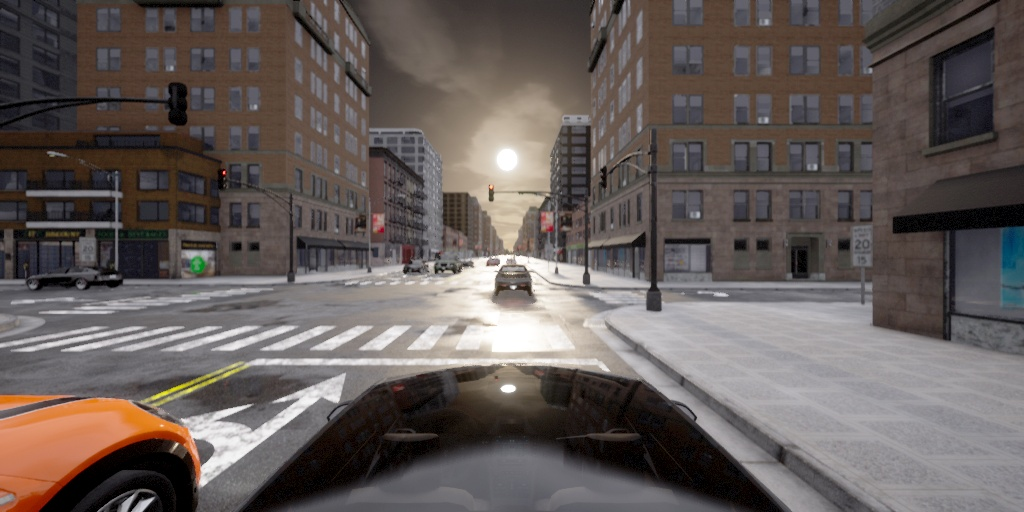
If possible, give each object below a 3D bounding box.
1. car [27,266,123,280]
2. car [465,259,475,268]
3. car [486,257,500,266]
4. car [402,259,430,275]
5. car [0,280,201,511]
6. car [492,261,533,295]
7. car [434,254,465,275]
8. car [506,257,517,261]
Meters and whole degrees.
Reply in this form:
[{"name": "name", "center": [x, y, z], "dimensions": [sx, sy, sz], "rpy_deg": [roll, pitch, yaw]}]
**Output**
[{"name": "car", "center": [-25.408, 1.247, 20.968], "dimensions": [4.313, 1.339, 1.948], "rpy_deg": [0, 0, 0]}, {"name": "car", "center": [-6.673, 1.088, 53.040], "dimensions": [1.994, 1.385, 4.181], "rpy_deg": [0, 0, 0]}, {"name": "car", "center": [-3.359, 1.048, 61.954], "dimensions": [1.994, 1.385, 4.181], "rpy_deg": [0, 0, 0]}, {"name": "car", "center": [-9.908, 1.100, 37.323], "dimensions": [1.837, 1.490, 4.892], "rpy_deg": [0, 1, 0]}, {"name": "car", "center": [-3.237, 1.106, 0.606], "dimensions": [2.097, 1.767, 4.553], "rpy_deg": [0, 0, 0]}, {"name": "car", "center": [0.067, 1.182, 19.183], "dimensions": [1.837, 1.490, 4.892], "rpy_deg": [0, 0, 0]}, {"name": "car", "center": [-6.654, 0.818, 37.533], "dimensions": [2.150, 2.045, 5.566], "rpy_deg": [0, 0, -1]}, {"name": "car", "center": [-0.109, 1.085, 62.024], "dimensions": [1.895, 1.301, 4.718], "rpy_deg": [0, 0, 0]}]
